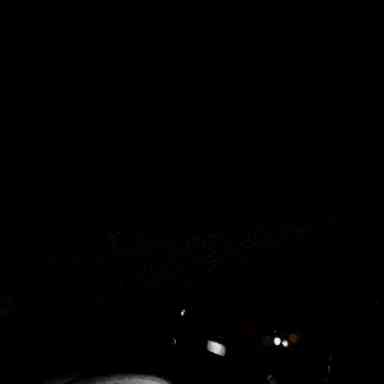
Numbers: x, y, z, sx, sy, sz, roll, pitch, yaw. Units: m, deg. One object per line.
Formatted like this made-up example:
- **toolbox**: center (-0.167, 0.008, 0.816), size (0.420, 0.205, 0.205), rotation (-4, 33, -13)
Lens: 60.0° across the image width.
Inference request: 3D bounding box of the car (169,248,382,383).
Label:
- **car**: center (1.596, 1.673, 5.411), size (1.994, 1.385, 4.181), rotation (-1, -2, 41)
